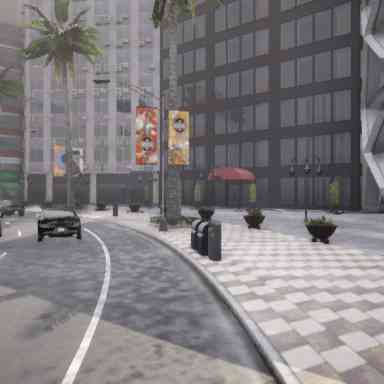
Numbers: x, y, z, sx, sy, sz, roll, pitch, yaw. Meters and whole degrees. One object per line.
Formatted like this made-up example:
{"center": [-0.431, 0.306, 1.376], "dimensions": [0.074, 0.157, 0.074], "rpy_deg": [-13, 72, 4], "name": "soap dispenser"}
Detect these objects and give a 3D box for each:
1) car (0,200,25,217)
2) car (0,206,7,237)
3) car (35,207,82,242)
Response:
{"center": [-16.912, 1.499, 30.232], "dimensions": [4.892, 1.490, 1.837], "rpy_deg": [0, 0, 42], "name": "car"}
{"center": [-9.864, 1.562, 15.149], "dimensions": [1.994, 1.385, 4.181], "rpy_deg": [0, 0, -25], "name": "car"}
{"center": [-6.685, 1.478, 16.612], "dimensions": [1.882, 1.535, 5.008], "rpy_deg": [0, 0, -25], "name": "car"}
